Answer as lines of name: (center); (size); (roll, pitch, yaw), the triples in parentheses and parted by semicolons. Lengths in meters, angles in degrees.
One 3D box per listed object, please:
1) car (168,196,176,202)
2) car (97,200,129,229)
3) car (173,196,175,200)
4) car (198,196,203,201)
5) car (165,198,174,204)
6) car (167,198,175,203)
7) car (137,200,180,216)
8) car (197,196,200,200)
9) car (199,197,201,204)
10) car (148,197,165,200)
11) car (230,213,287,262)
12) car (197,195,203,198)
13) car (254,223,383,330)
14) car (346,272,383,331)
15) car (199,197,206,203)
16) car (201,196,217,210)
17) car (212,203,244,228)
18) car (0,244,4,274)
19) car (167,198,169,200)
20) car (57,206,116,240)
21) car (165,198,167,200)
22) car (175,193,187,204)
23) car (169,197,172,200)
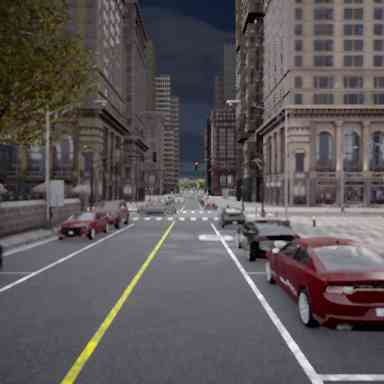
car: (-5.705, 2.104, 94.738); (1.967, 1.590, 4.097); (-1, 0, 0)
car: (-5.760, 1.516, 23.572); (2.192, 1.841, 5.009); (-1, 0, 0)
car: (-5.717, 2.149, 78.114); (1.947, 1.339, 4.313); (-1, 0, 0)
car: (2.805, 2.116, 72.574); (1.947, 1.339, 4.313); (-1, 0, 0)
car: (-5.712, 2.180, 83.655); (1.947, 1.339, 4.313); (-1, 0, 0)
car: (-5.708, 2.223, 89.197); (1.802, 1.307, 4.206); (-1, 0, 0)
car: (-3.706, 1.833, 35.537); (4.181, 1.385, 1.994); (0, -1, 0)
car: (2.809, 2.165, 78.114); (1.802, 1.307, 4.206); (-1, 0, 0)
car: (2.796, 2.047, 61.494); (1.947, 1.339, 4.313); (-1, 0, 0)
car: (-5.740, 1.721, 50.412); (2.192, 1.841, 5.009); (-1, 0, 0)
car: (2.760, 1.676, 12.526); (1.947, 1.339, 4.313); (-1, 0, 0)
car: (2.812, 2.054, 83.656); (1.967, 1.590, 4.097); (-1, 0, 0)
car: (2.756, 1.607, 7.002); (1.887, 1.381, 4.507); (-1, 0, 0)
car: (2.752, 1.565, 1.477); (2.008, 1.369, 4.403); (-1, 0, 0)
car: (2.817, 2.167, 89.366); (1.752, 1.417, 4.829); (-1, 0, 0)
car: (2.786, 1.846, 50.414); (1.967, 1.590, 4.097); (-1, 0, 0)
car: (2.768, 1.752, 23.575); (2.008, 1.369, 4.403); (-1, 0, 0)
car: (-5.769, 1.629, 6.997); (1.947, 1.339, 4.313); (-1, -1, 0)
car: (-5.730, 2.006, 61.322); (1.752, 1.417, 4.829); (-1, 0, 0)
car: (-5.761, 1.701, 18.046); (1.887, 1.381, 4.507); (-1, 0, 0)
car: (-5.734, 1.969, 55.781); (1.752, 1.417, 4.829); (-1, 0, 0)
car: (-2.945, 1.808, 78.583); (2.150, 2.045, 5.566); (0, 0, 0)
car: (-5.725, 2.083, 67.032); (1.947, 1.339, 4.313); (-1, 0, 0)
